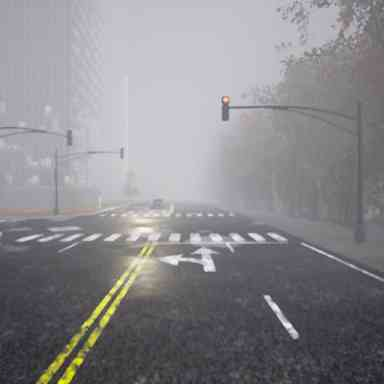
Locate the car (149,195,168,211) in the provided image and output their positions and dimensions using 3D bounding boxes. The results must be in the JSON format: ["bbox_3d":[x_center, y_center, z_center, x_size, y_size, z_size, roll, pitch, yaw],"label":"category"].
[{"bbox_3d":[-4.130,1.520,40.758,1.837,1.490,4.892,0,2,-2],"label":"car"}]

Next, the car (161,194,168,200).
[{"bbox_3d":[-6.908,1.283,83.162,1.812,1.442,4.674,0,0,-5],"label":"car"}]
